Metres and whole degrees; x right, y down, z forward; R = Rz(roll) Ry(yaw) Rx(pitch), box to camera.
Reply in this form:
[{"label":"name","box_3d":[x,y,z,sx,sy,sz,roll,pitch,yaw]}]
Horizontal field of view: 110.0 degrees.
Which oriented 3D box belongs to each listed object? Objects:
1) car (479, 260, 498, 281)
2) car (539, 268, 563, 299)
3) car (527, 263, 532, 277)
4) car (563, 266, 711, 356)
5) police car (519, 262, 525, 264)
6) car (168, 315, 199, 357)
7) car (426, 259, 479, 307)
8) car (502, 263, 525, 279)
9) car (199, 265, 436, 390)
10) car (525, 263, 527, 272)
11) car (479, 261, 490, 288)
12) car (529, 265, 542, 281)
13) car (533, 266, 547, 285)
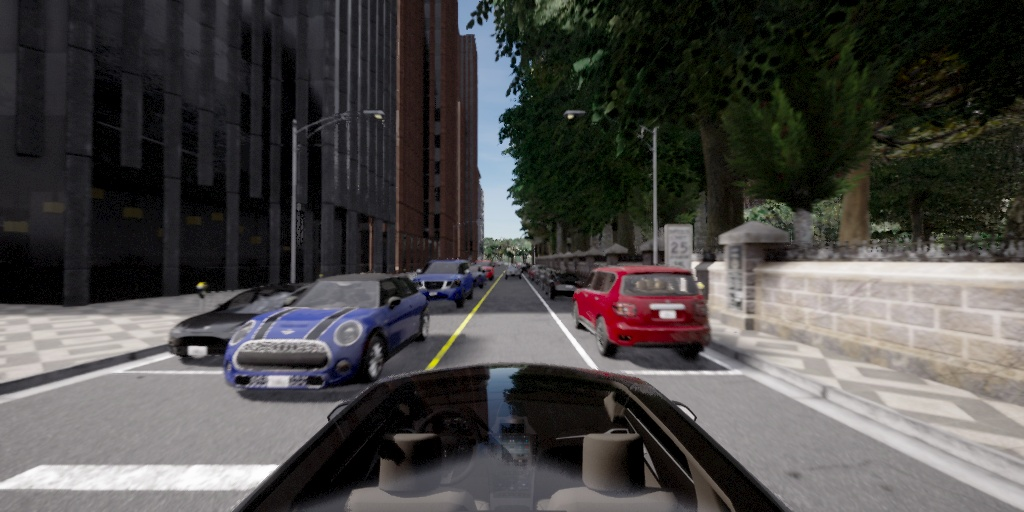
[{"label":"car","box_3d":[-3.009,1.471,37.624,2.150,2.045,5.566,0,-1,0]},{"label":"car","box_3d":[2.784,1.559,19.651,1.948,1.339,4.313,0,0,0]},{"label":"car","box_3d":[2.805,1.671,36.019,1.967,1.591,4.097,0,0,0]},{"label":"car","box_3d":[2.769,1.151,8.740,2.192,1.841,5.009,0,0,0]},{"label":"police car","box_3d":[2.439,1.998,59.512,1.930,1.638,5.238,0,-1,0]},{"label":"car","box_3d":[-5.756,1.396,8.741,1.948,1.339,4.313,0,0,0]},{"label":"car","box_3d":[-3.078,1.171,16.938,2.150,2.045,5.566,0,-1,0]},{"label":"car","box_3d":[0.141,1.839,40.348,2.033,1.411,5.357,0,-1,0]},{"label":"car","box_3d":[-3.159,1.162,7.177,2.097,1.767,4.553,0,-1,1]},{"label":"car","box_3d":[2.812,1.750,41.475,1.967,1.591,4.097,0,0,0]},{"label":"car","box_3d":[-3.060,1.449,27.117,2.097,1.767,4.553,0,-1,0]},{"label":"car","box_3d":[2.797,1.702,30.563,2.007,1.370,4.403,0,0,0]},{"label":"car","box_3d":[2.791,1.623,25.107,2.007,1.370,4.403,0,0,0]}]
